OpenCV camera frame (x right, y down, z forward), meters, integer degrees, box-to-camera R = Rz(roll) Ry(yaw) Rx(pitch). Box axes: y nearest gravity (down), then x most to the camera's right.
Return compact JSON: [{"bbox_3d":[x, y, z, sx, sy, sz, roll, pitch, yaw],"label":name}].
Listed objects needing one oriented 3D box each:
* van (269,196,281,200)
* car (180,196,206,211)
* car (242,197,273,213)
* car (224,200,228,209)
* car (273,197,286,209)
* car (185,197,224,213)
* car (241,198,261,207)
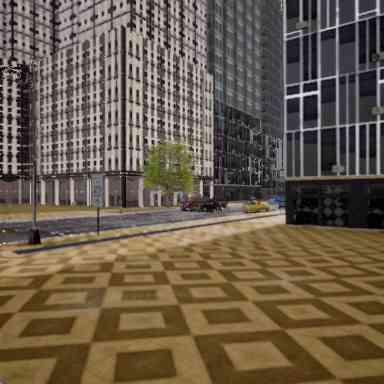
[{"bbox_3d":[16.627,1.596,66.883,1.690,1.788,3.998,0,0,35],"label":"van"},{"bbox_3d":[0.467,1.484,43.423,2.192,1.841,5.009,0,-1,35],"label":"car"},{"bbox_3d":[7.465,1.667,38.807,1.752,1.417,4.829,0,0,35],"label":"car"},{"bbox_3d":[3.700,1.754,48.112,1.947,1.339,4.313,0,0,35],"label":"car"},{"bbox_3d":[13.833,1.744,48.051,1.947,1.339,4.313,0,0,35],"label":"car"},{"bbox_3d":[1.635,1.659,40.524,1.837,1.490,4.892,0,0,35],"label":"car"},{"bbox_3d":[10.163,1.805,57.496,1.802,1.307,4.206,0,0,35],"label":"car"}]
